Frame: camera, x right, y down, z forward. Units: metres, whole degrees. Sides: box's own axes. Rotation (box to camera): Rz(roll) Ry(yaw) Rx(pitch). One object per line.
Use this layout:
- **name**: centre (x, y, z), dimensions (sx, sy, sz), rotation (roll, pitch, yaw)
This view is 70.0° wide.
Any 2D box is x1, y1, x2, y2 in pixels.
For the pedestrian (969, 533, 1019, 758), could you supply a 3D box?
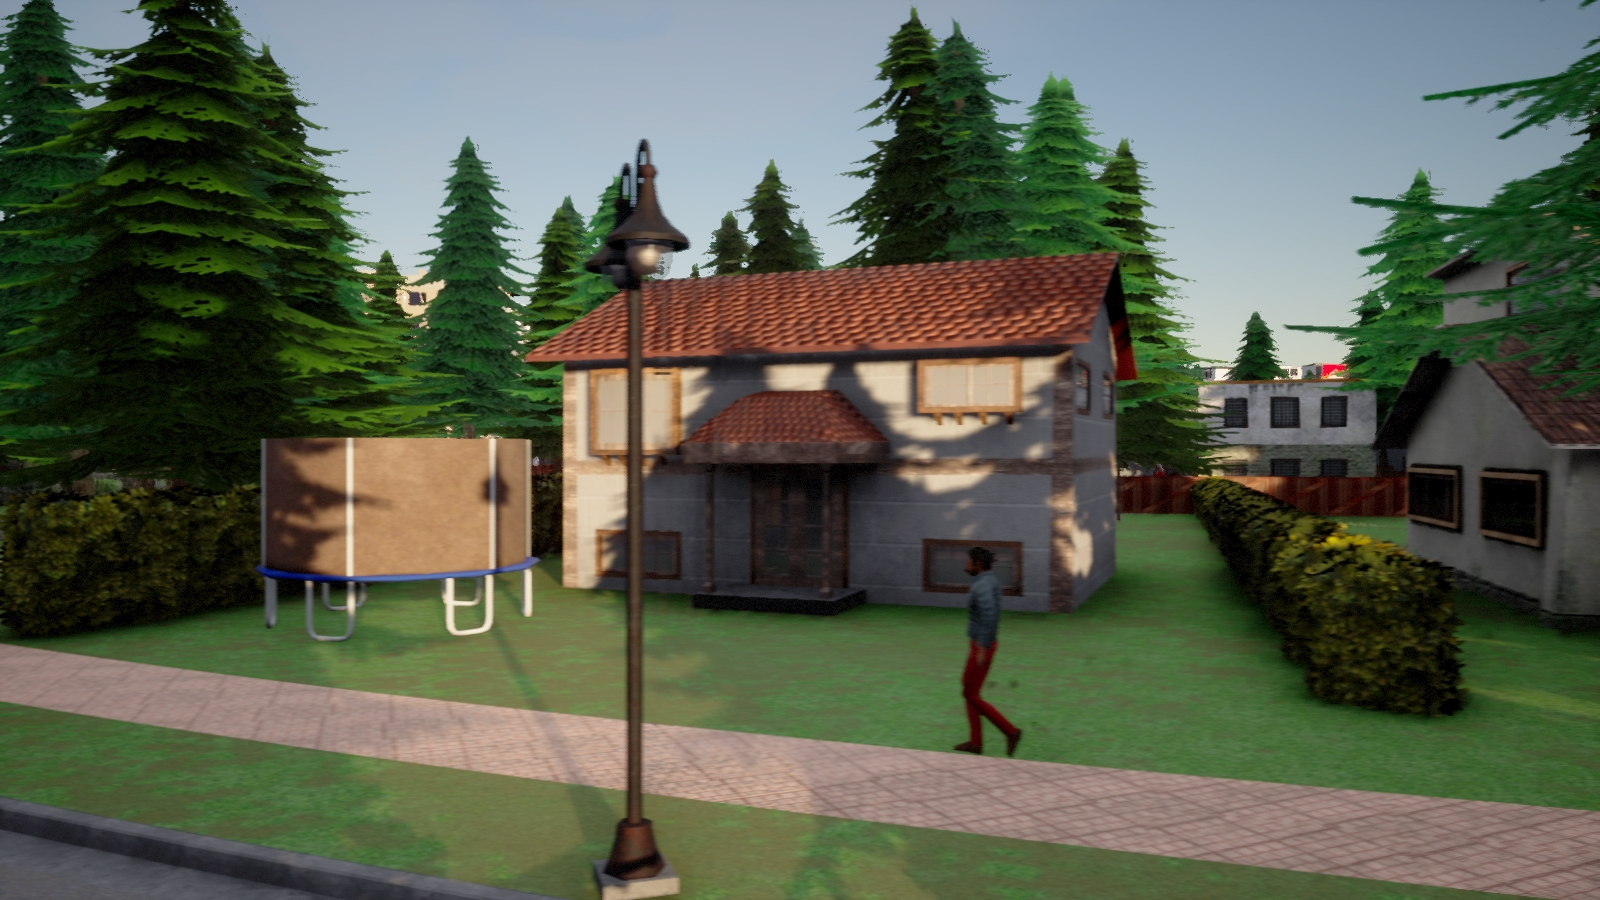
- **pedestrian**: centre (1.677, 1.664, 9.865), dimensions (0.375, 1.860, 0.375), rotation (0, 0, 18)
